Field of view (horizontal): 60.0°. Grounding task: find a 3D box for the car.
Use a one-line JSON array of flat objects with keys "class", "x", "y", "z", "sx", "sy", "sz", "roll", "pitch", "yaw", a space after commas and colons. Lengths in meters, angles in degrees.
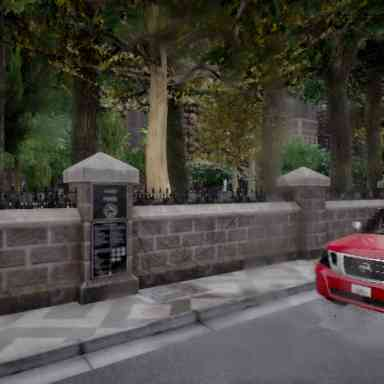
[{"class": "car", "x": 4.952, "y": 1.221, "z": 6.936, "sx": 5.566, "sy": 2.045, "sz": 2.150, "roll": 0, "pitch": 0, "yaw": -36}]
